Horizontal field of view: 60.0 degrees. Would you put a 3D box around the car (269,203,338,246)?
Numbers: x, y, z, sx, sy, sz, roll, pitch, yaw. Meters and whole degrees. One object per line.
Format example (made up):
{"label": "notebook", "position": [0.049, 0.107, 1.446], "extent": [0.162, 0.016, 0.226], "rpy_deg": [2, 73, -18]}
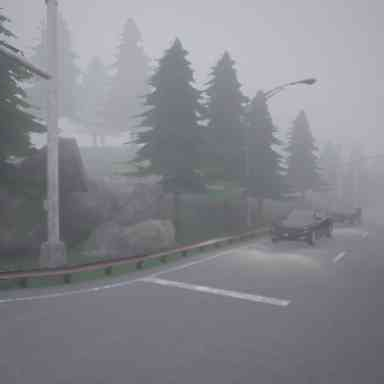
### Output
{"label": "car", "position": [5.378, 1.538, 16.118], "extent": [1.882, 1.535, 5.008], "rpy_deg": [-1, 0, 35]}

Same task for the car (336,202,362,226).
{"label": "car", "position": [11.053, 1.530, 24.266], "extent": [1.882, 1.535, 5.008], "rpy_deg": [-1, 0, 35]}
